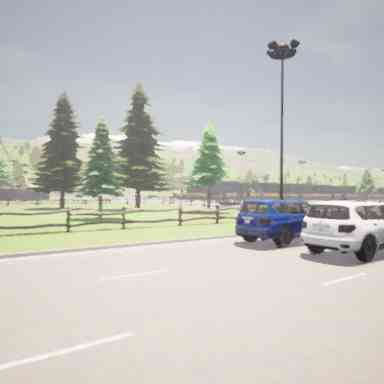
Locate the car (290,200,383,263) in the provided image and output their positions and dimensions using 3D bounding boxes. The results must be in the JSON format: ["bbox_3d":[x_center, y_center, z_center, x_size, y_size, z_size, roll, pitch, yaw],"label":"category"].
[{"bbox_3d":[6.561,1.365,12.837,5.566,2.045,2.150,0,0,-35],"label":"car"}]

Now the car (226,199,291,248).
[{"bbox_3d":[4.541,1.366,15.695,5.566,2.045,2.150,0,0,-35],"label":"car"}]

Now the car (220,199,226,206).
[{"bbox_3d":[7.774,2.044,66.531,2.033,1.411,5.357,1,0,-35],"label":"car"}]
